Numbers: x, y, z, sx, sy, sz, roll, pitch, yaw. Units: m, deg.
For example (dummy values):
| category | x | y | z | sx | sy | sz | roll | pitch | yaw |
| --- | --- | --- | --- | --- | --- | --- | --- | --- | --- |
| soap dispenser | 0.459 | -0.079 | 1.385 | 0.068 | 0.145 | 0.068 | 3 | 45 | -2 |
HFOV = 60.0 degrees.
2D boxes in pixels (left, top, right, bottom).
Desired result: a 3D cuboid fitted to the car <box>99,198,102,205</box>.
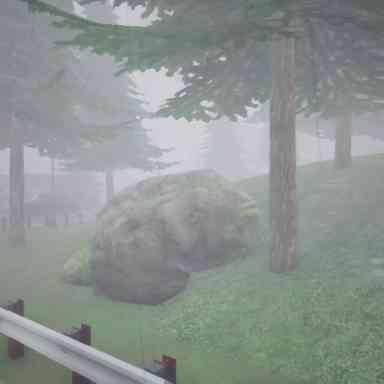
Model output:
| category | x | y | z | sx | sy | sz | roll | pitch | yaw |
| --- | --- | --- | --- | --- | --- | --- | --- | --- | --- |
| car | -17.856 | 1.452 | 58.432 | 5.008 | 1.535 | 1.882 | 0 | 0 | 36 |

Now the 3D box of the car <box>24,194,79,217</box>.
| category | x | y | z | sx | sy | sz | roll | pitch | yaw |
| --- | --- | --- | --- | --- | --- | --- | --- | --- | --- |
| car | -12.241 | 1.193 | 28.048 | 2.150 | 2.045 | 5.566 | 0 | 0 | 36 |
